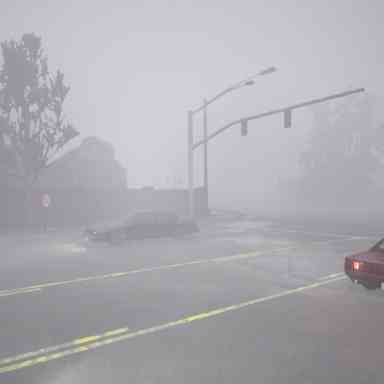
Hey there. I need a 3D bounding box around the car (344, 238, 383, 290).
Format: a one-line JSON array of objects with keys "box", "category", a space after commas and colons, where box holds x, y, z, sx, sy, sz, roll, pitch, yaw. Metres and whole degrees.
[{"box": [5.708, 1.596, 7.801, 4.718, 1.301, 1.895, 0, 0, -35], "category": "car"}]

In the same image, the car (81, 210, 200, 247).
[{"box": [-2.188, 1.546, 15.287, 5.357, 1.411, 2.033, 0, 0, -35], "category": "car"}]
